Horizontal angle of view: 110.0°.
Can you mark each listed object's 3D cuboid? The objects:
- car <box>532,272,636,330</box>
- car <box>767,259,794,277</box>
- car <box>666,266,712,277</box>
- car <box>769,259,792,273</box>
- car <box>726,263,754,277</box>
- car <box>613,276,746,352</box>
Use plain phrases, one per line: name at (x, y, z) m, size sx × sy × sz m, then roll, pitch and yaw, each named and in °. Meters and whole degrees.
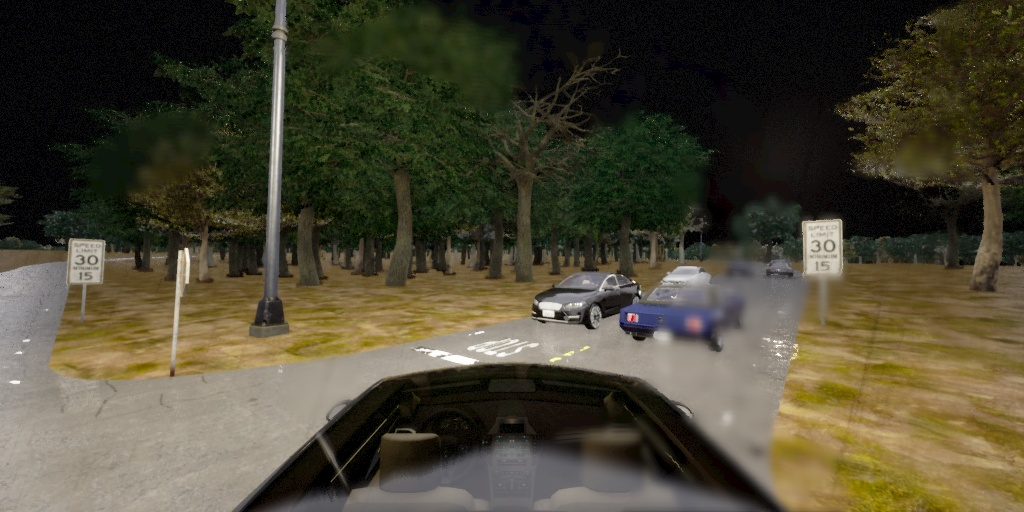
car at (2.555, 1.276, 11.474) m, size 2.128 × 1.511 × 4.902 m, roll -1°, pitch -1°, yaw 40°
car at (25.866, 1.254, 34.586) m, size 1.994 × 1.385 × 4.181 m, roll -1°, pitch 0°, yaw 38°
car at (9.920, 1.299, 20.178) m, size 1.812 × 1.442 × 4.674 m, roll -1°, pitch -1°, yaw 40°
car at (31.819, 1.149, 42.629) m, size 2.128 × 1.511 × 4.902 m, roll -1°, pitch 0°, yaw 36°
car at (22.179, 1.330, 34.862) m, size 1.895 × 1.301 × 4.718 m, roll -1°, pitch 0°, yaw 39°
car at (4.506, 1.347, 8.983) m, size 1.895 × 1.301 × 4.718 m, roll -1°, pitch -1°, yaw 40°
